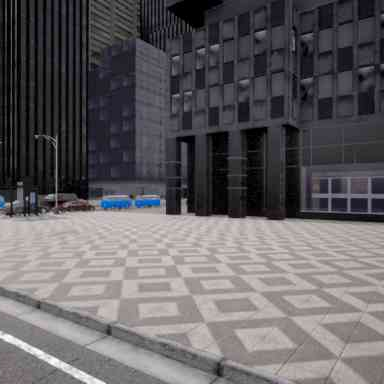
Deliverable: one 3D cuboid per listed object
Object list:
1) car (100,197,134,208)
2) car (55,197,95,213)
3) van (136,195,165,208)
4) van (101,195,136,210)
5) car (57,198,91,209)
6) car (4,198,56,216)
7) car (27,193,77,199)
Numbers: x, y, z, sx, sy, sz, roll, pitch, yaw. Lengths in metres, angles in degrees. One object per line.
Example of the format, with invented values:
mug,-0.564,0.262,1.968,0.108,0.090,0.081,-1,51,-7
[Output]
car,-10.952,1.477,48.902,1.837,1.490,4.892,0,0,36
car,-12.605,1.576,36.501,1.802,1.307,4.206,0,0,35
van,-6.014,1.330,45.748,1.690,1.788,3.998,0,0,35
van,-9.309,1.332,41.125,1.690,1.788,3.998,0,0,35
car,-16.253,1.549,46.072,1.802,1.307,4.206,0,0,35
car,-15.900,1.549,31.878,2.008,1.369,4.403,0,0,35
car,-16.646,1.198,40.925,2.150,2.045,5.566,0,0,36
